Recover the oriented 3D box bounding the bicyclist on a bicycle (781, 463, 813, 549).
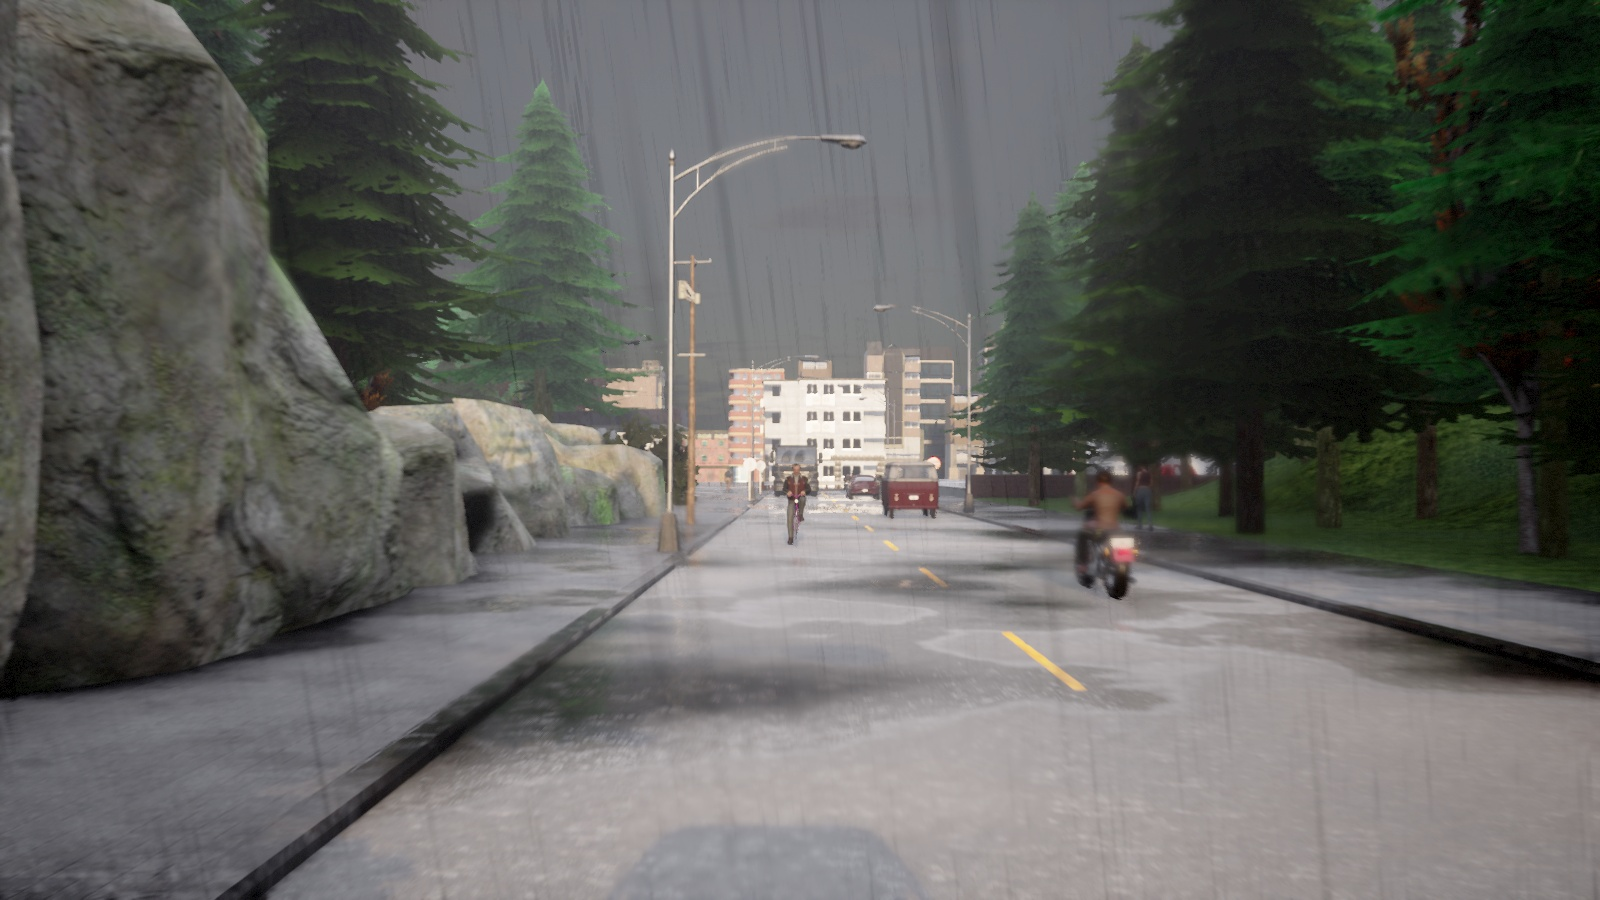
[{"bbox_3d":[-0.068,1.170,26.756,0.659,1.776,1.843,0,-1,0],"label":"bicyclist on a bicycle"}]

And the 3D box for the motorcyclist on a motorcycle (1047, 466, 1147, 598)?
[{"bbox_3d":[3.957,1.057,16.929,0.766,1.649,2.350,0,-1,0],"label":"motorcyclist on a motorcycle"}]

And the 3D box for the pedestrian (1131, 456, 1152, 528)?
[{"bbox_3d":[8.844,1.078,32.516,0.345,1.836,0.594,0,-1,-2],"label":"pedestrian"}]

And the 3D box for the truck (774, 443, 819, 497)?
[{"bbox_3d":[-0.256,1.358,84.392,2.891,3.462,7.936,0,-1,0],"label":"truck"}]

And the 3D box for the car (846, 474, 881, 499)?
[{"bbox_3d":[3.785,2.185,75.298,1.812,1.442,4.674,0,-1,0],"label":"car"}]

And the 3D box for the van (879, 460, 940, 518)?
[{"bbox_3d":[3.886,1.369,45.236,1.775,1.987,4.442,0,-1,0],"label":"van"}]
